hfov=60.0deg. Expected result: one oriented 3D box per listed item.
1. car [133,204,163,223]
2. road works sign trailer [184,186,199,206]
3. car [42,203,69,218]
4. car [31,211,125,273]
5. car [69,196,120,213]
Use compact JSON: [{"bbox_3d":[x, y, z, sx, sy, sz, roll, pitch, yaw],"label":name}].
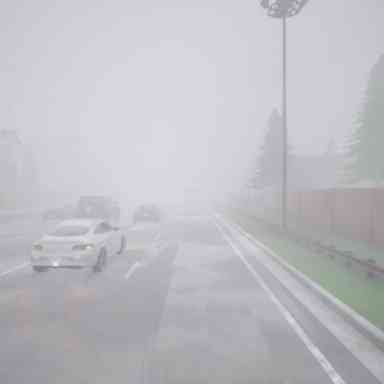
[{"bbox_3d":[-3.405,1.642,26.455,1.994,1.385,4.181,0,0,0],"label":"car"},{"bbox_3d":[-0.010,0.639,59.325,2.380,3.560,2.880,0,0,0],"label":"road works sign trailer"},{"bbox_3d":[-10.418,1.605,26.794,1.812,1.442,4.674,0,0,0],"label":"car"},{"bbox_3d":[-3.417,1.557,10.632,1.812,1.442,4.674,0,0,0],"label":"car"},{"bbox_3d":[-6.904,1.295,24.853,2.150,2.045,5.566,0,0,0],"label":"car"}]
